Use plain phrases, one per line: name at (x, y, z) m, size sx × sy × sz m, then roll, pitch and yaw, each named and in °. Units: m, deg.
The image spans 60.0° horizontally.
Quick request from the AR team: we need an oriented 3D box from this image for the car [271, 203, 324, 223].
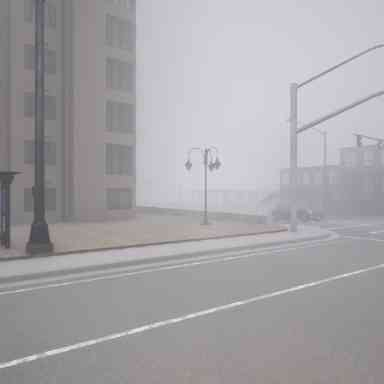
car at (9.134, 1.744, 29.112) m, size 2.097 × 1.767 × 4.553 m, roll 1°, pitch -5°, yaw -36°
